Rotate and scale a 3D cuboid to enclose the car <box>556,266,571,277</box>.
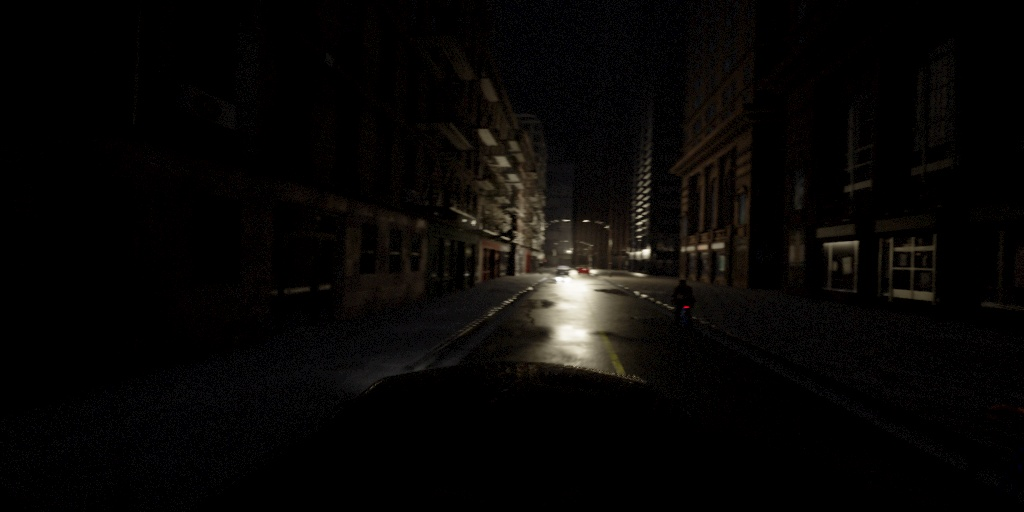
[{"bbox_3d":[6.939,2.067,48.573,2.128,1.511,4.902,2,-1,9],"label":"car"}]

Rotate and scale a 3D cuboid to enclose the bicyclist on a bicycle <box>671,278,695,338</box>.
[{"bbox_3d":[4.982,1.485,10.458,0.582,1.620,1.656,2,-1,9],"label":"bicyclist on a bicycle"}]

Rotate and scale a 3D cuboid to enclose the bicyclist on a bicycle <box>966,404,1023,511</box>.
[{"bbox_3d":[3.755,1.332,2.300,0.866,1.612,1.509,2,-1,8],"label":"bicyclist on a bicycle"}]

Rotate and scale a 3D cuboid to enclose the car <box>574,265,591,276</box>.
[{"bbox_3d":[11.809,2.251,59.167,2.097,1.767,4.553,2,-1,9],"label":"car"}]
